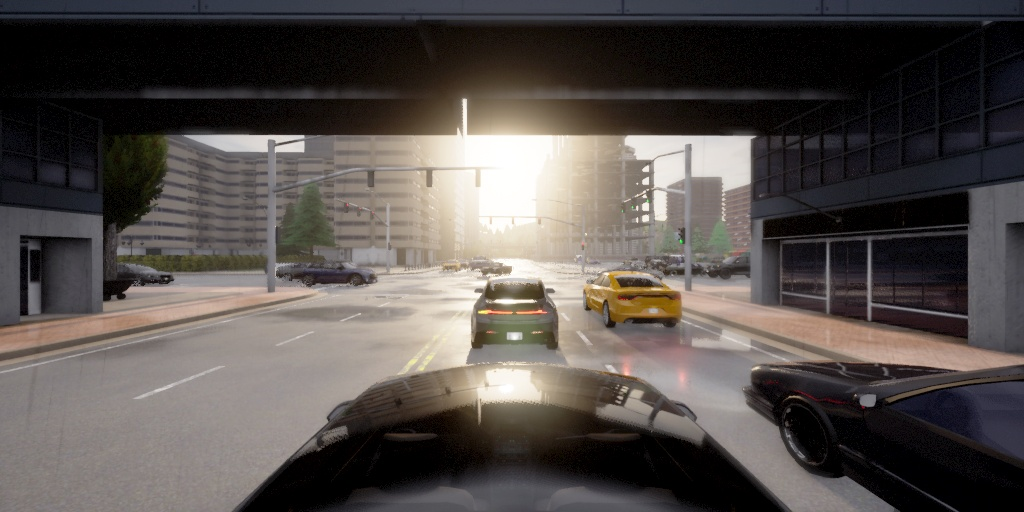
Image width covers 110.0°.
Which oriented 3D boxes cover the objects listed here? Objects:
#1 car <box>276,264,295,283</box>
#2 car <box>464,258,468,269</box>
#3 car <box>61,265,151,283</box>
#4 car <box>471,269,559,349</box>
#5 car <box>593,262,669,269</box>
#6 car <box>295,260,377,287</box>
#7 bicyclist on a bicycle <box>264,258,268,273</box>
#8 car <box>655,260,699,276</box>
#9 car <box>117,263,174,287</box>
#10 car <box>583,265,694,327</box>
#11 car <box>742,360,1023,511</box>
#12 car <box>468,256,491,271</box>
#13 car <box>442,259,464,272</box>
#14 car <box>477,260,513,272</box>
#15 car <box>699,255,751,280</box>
[{"bbox_3d":[-15.307,1.241,27.499,4.902,1.511,2.128,0,0,-1],"label":"car"},{"bbox_3d":[-8.041,1.228,57.249,1.882,1.535,5.008,0,0,0],"label":"car"},{"bbox_3d":[-30.900,1.351,27.410,4.718,1.301,1.895,0,0,0],"label":"car"},{"bbox_3d":[0.066,1.255,9.143,1.837,1.490,4.892,0,0,0],"label":"car"},{"bbox_3d":[7.918,1.314,24.241,4.181,1.385,1.994,0,0,0],"label":"car"},{"bbox_3d":[-11.485,1.101,24.039,4.553,1.767,2.097,0,0,-1],"label":"car"},{"bbox_3d":[-25.995,1.051,38.409,0.582,1.620,1.656,0,0,0],"label":"bicyclist on a bicycle"},{"bbox_3d":[16.892,1.351,34.914,4.718,1.301,1.895,0,0,0],"label":"car"},{"bbox_3d":[-25.505,1.253,23.927,4.892,1.490,1.837,0,0,0],"label":"car"},{"bbox_3d":[3.578,1.228,11.513,1.882,1.535,5.008,0,0,0],"label":"car"},{"bbox_3d":[3.600,1.297,1.687,2.033,1.411,5.357,0,0,0],"label":"car"},{"bbox_3d":[-4.506,0.971,50.558,2.150,2.045,5.566,0,0,0],"label":"car"},{"bbox_3d":[-7.990,1.228,47.676,1.882,1.535,5.008,0,0,0],"label":"car"},{"bbox_3d":[-1.471,1.351,36.628,1.895,1.301,4.718,0,0,19],"label":"car"},{"bbox_3d":[19.904,0.971,31.375,5.566,2.045,2.150,0,0,1],"label":"car"}]
